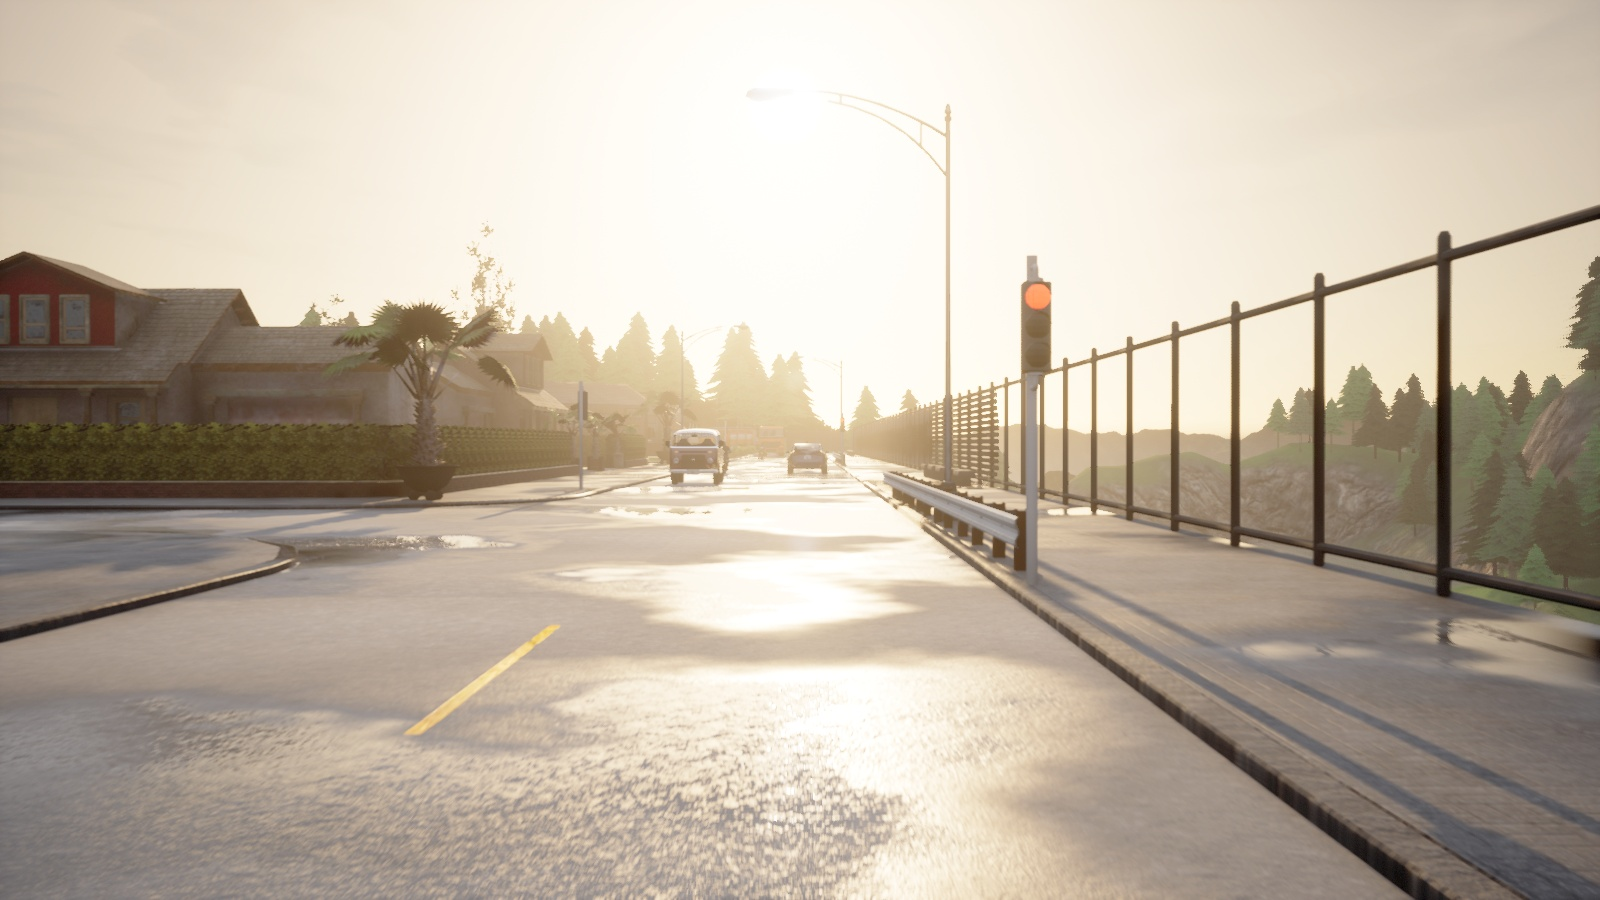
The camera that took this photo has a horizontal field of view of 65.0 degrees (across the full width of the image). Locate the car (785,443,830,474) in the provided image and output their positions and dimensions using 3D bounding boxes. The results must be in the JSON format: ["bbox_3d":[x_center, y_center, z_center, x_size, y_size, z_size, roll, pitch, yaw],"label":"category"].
[{"bbox_3d":[0.368,0.396,62.088,2.163,1.488,4.792,0,0,0],"label":"car"}]

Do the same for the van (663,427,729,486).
[{"bbox_3d":[-3.750,0.208,45.935,2.069,2.038,4.480,0,0,0],"label":"van"}]
